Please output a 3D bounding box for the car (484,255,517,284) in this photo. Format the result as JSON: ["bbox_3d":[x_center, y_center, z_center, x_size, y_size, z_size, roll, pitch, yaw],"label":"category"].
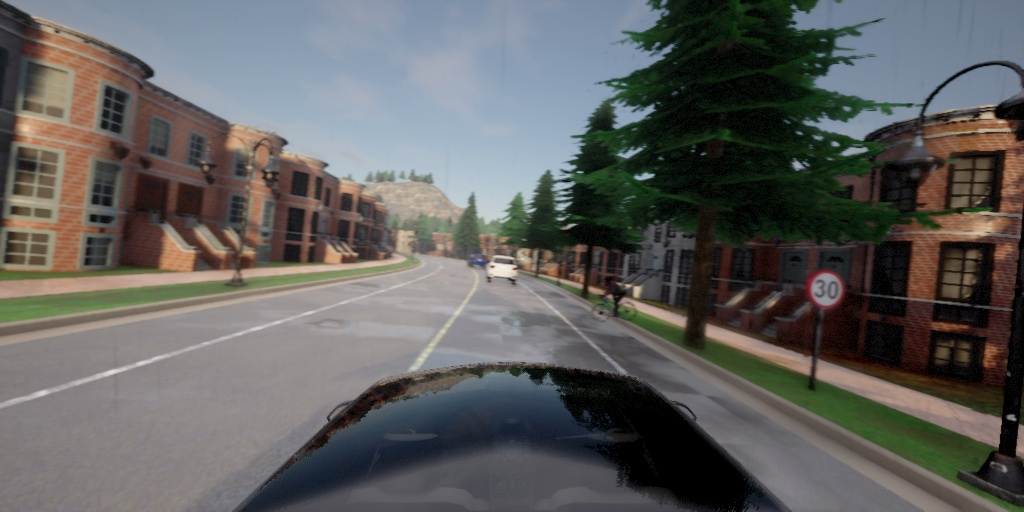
[{"bbox_3d":[-0.871,1.020,28.636,2.150,2.045,5.566,6,0,-5],"label":"car"}]

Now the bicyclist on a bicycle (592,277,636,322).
[{"bbox_3d":[3.677,1.580,13.012,1.656,1.620,0.582,-3,0,-2],"label":"bicyclist on a bicycle"}]

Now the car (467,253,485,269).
[{"bbox_3d":[-5.188,0.678,52.539,2.150,2.045,5.566,6,0,-15],"label":"car"}]
